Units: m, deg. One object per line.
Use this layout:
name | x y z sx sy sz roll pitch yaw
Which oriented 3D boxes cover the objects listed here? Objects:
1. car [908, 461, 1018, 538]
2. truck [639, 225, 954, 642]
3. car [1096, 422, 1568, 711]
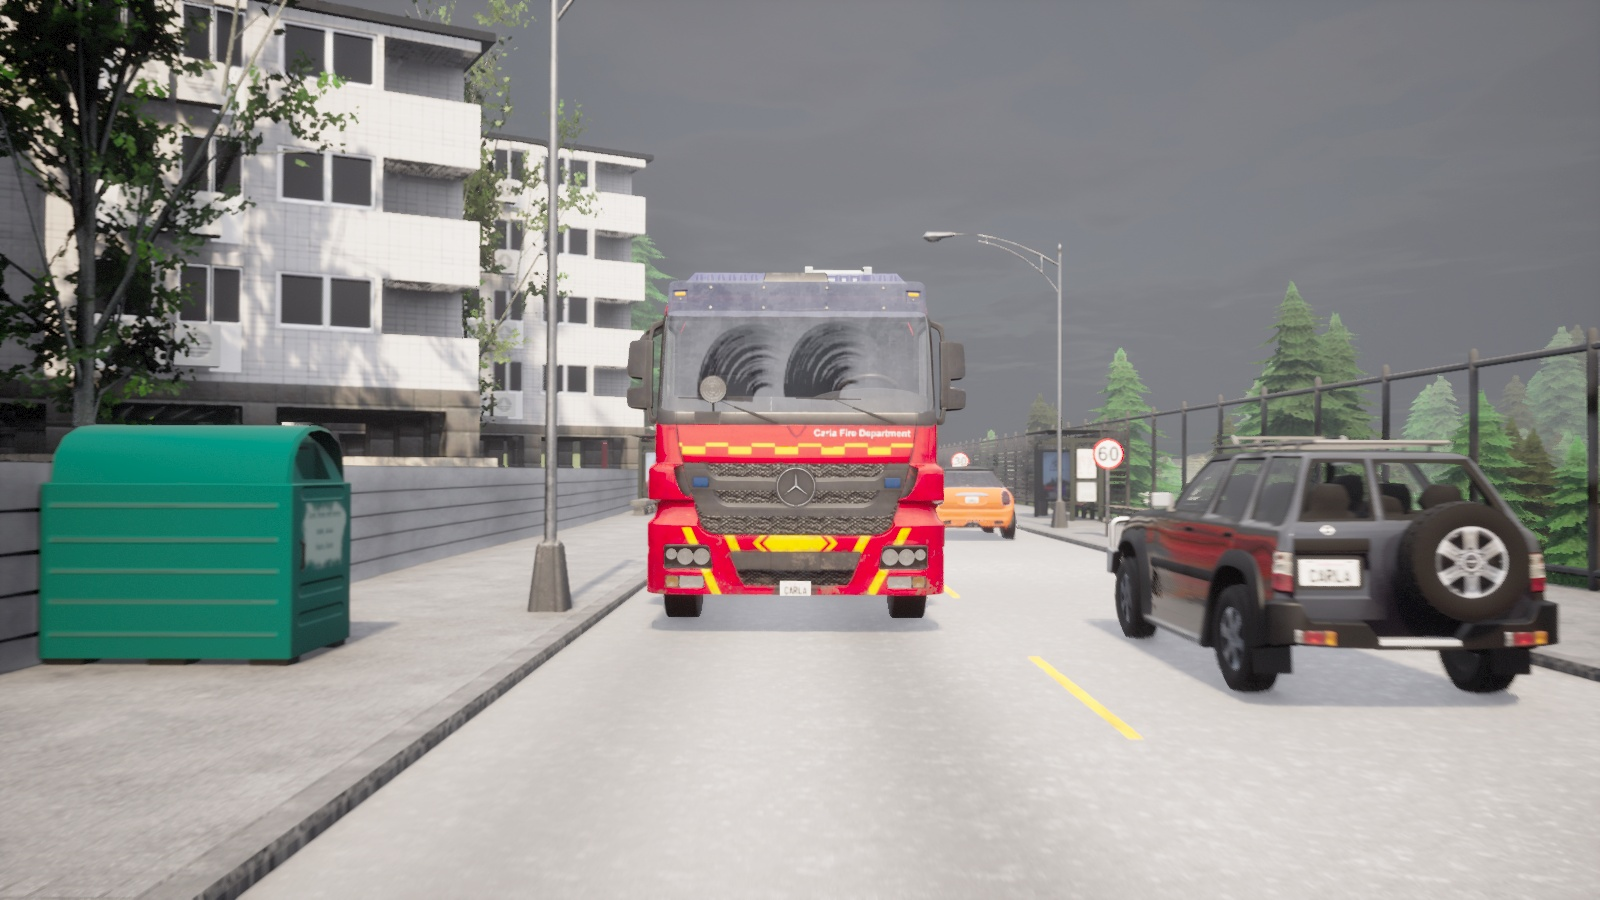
car | 3.919 1.174 30.954 2.097 1.767 4.553 0 -1 0
truck | -0.045 -0.085 15.793 2.891 3.827 8.468 0 -1 0
car | 3.971 0.790 10.403 1.932 1.855 4.605 0 -1 0
